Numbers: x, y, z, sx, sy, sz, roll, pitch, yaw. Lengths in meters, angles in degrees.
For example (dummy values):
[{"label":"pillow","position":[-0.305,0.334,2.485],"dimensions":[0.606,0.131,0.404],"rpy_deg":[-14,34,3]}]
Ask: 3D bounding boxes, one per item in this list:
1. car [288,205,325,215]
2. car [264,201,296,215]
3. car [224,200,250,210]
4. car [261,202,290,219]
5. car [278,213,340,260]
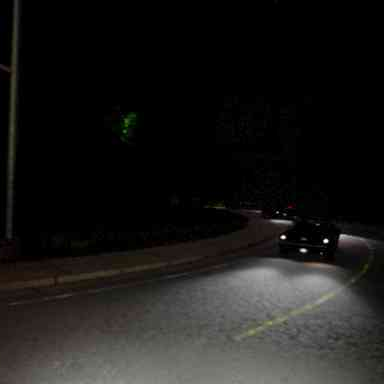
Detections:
[{"label":"car","position":[8.221,1.882,23.101],"dimensions":[1.994,1.385,4.181],"rpy_deg":[2,0,8]},{"label":"car","position":[10.823,1.964,41.430],"dimensions":[1.837,1.490,4.892],"rpy_deg":[2,0,-11]},{"label":"car","position":[6.892,1.712,51.124],"dimensions":[2.097,1.767,4.553],"rpy_deg":[2,0,-31]},{"label":"car","position":[8.410,1.861,33.384],"dimensions":[1.837,1.490,4.892],"rpy_deg":[2,0,-6]},{"label":"car","position":[4.939,1.783,13.669],"dimensions":[1.895,1.301,4.718],"rpy_deg":[2,0,27]}]
